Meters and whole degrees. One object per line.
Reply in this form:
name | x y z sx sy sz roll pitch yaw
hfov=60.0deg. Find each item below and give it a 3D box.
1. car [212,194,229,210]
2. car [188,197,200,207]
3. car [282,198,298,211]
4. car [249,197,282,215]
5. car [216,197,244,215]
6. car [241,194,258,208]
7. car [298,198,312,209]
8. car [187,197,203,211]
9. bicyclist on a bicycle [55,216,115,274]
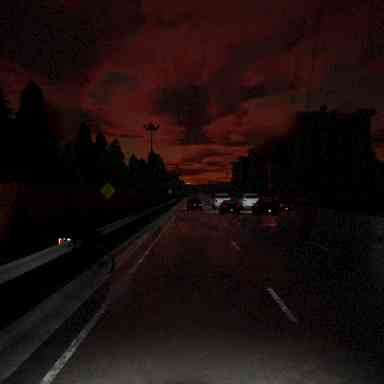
car | 3.837 1.221 43.944 2.150 2.045 5.566 0 0 0
car | 0.268 1.526 51.025 1.812 1.442 4.674 0 0 0
car | 10.829 1.601 40.215 1.895 1.301 4.718 0 0 0
car | 7.295 1.505 33.596 1.837 1.490 4.892 0 0 0
car | 3.798 1.526 34.029 1.812 1.442 4.674 0 0 0
car | 7.339 1.221 43.506 2.150 2.045 5.566 0 0 0
car | 14.344 1.478 44.306 1.882 1.535 5.008 0 0 0
car | 0.341 1.547 40.675 2.033 1.411 5.357 0 0 0
bicyclist on a bicycle | -2.909 1.491 9.106 1.656 1.620 0.582 4 0 -1
